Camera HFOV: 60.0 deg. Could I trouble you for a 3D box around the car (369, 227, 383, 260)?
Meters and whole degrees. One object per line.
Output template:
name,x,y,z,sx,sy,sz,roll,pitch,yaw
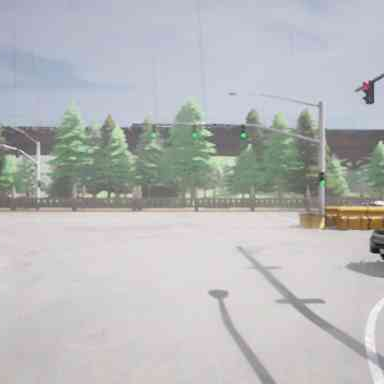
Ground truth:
car,7.801,1.485,9.987,4.902,1.511,2.128,0,0,-14

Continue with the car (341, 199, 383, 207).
car,12.240,1.468,24.453,4.902,1.511,2.128,0,0,-3

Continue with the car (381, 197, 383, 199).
car,17.298,1.199,28.162,5.566,2.045,2.150,0,0,-2
